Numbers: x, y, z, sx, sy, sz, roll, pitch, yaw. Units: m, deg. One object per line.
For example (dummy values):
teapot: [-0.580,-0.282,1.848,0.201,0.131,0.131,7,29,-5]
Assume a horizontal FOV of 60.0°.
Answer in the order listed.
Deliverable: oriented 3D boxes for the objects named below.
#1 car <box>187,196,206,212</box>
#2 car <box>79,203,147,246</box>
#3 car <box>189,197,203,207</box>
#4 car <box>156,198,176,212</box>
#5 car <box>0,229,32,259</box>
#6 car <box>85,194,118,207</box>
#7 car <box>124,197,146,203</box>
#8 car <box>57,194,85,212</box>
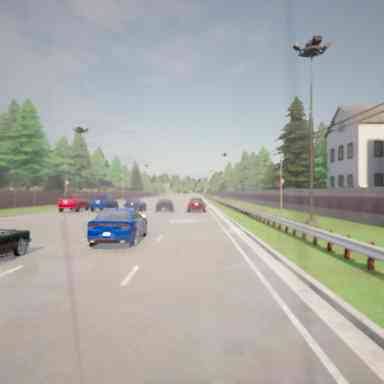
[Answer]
car: [0.522,1.377,38.938,2.097,1.767,4.553,0,0,1]
car: [-3.243,1.481,15.213,1.882,1.535,5.008,0,0,1]
car: [0.679,1.521,52.608,2.128,1.511,4.902,0,0,0]
car: [-3.076,1.523,38.841,1.837,1.490,4.892,0,0,1]
car: [-6.801,1.597,10.021,1.895,1.301,4.718,0,0,1]
car: [-10.085,1.228,38.390,2.150,2.045,5.566,0,0,1]
car: [-6.581,1.364,38.707,2.097,1.767,4.553,0,0,1]
car: [-13.583,1.224,38.502,2.150,2.045,5.566,0,0,1]
